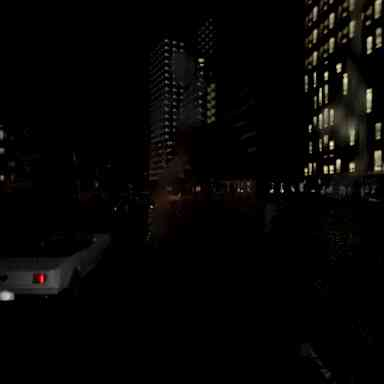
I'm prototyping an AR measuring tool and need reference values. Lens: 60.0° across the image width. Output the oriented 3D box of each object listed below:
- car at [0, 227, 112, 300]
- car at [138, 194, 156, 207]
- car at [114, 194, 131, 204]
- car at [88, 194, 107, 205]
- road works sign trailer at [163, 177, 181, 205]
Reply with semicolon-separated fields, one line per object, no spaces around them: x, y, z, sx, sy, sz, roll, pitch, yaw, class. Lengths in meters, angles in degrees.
-3.278;1.496;8.013;1.895;1.301;4.718;0;1;-1;car
-5.303;0.961;39.202;1.812;1.442;4.674;0;1;-6;car
-9.517;0.951;45.754;1.895;1.301;4.718;0;1;-7;car
-12.713;0.918;45.176;2.033;1.411;5.357;0;1;-7;car
-2.665;-0.189;44.322;2.380;3.560;2.880;0;1;-8;road works sign trailer
